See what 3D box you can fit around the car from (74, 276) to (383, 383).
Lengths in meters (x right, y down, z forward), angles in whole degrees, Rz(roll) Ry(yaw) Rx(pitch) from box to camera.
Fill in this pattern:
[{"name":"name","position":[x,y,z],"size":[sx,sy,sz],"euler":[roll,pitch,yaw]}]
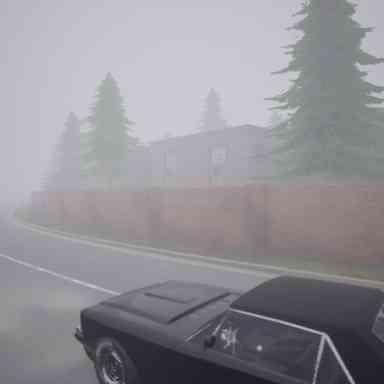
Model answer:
[{"name":"car","position":[0.861,1.620,3.481],"size":[4.718,1.301,1.895],"euler":[0,0,37]}]
